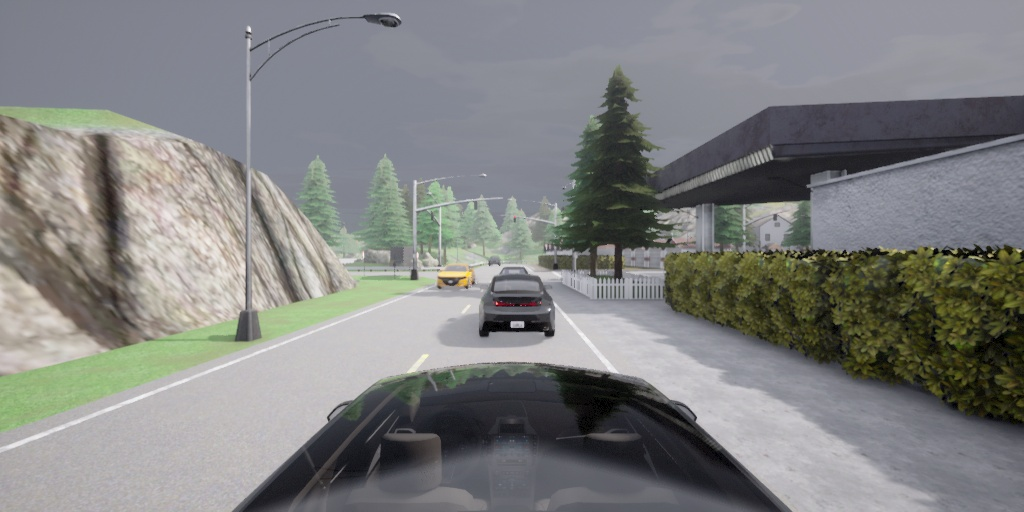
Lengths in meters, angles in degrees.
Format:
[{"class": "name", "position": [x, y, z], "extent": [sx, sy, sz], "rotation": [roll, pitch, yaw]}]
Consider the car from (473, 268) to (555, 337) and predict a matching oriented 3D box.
[{"class": "car", "position": [0.120, 1.251, 10.254], "extent": [1.837, 1.490, 4.892], "rotation": [0, 0, 0]}]

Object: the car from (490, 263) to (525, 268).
[{"class": "car", "position": [0.115, 1.290, 19.992], "extent": [2.033, 1.411, 5.357], "rotation": [0, 0, 2]}]

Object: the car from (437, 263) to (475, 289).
[{"class": "car", "position": [-3.473, 1.219, 22.976], "extent": [1.882, 1.535, 5.008], "rotation": [0, 0, 1]}]
